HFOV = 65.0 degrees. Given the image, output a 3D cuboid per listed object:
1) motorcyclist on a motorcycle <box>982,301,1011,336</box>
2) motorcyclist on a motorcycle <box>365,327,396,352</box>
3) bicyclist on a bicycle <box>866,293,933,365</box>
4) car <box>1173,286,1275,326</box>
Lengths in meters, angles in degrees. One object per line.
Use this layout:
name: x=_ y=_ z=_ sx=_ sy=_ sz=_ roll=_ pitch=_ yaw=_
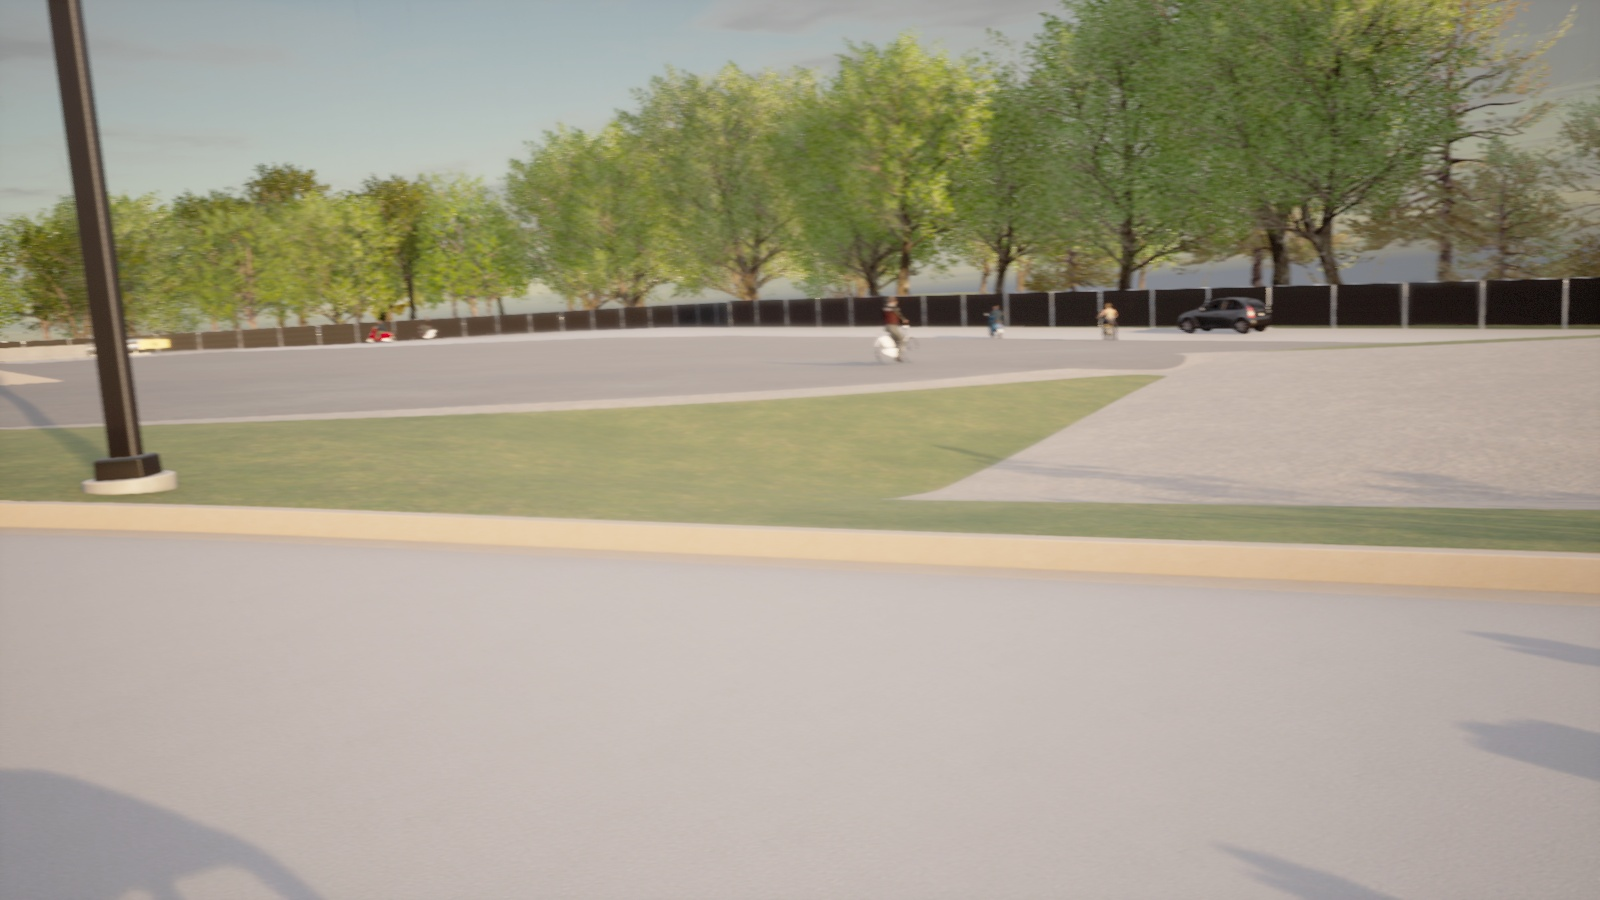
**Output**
motorcyclist on a motorcycle: x=9.523 y=-6.377 z=60.905 sx=0.866 sy=1.590 sz=1.817 roll=-3 pitch=6 yaw=-6
motorcyclist on a motorcycle: x=-29.149 y=-7.687 z=87.301 sx=1.817 sy=1.590 sz=0.866 roll=-4 pitch=7 yaw=-7
bicyclist on a bicycle: x=2.592 y=-3.143 z=32.526 sx=0.659 sy=1.776 sz=1.843 roll=1 pitch=7 yaw=41
car: x=19.359 y=-6.568 z=57.429 sx=1.851 sy=1.617 sz=3.988 roll=-11 pitch=11 yaw=-40
